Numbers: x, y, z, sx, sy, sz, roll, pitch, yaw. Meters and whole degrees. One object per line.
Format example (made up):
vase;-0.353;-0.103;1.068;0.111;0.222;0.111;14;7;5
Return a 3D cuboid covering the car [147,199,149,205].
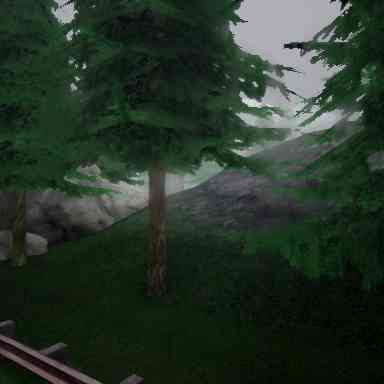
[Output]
car;-6.135;1.510;38.549;1.812;1.442;4.674;0;0;37
